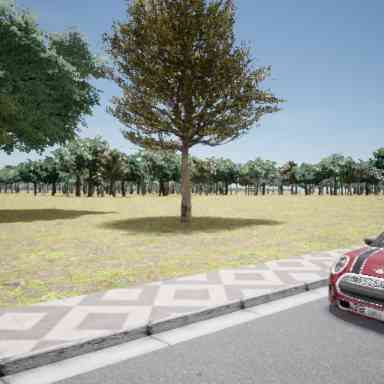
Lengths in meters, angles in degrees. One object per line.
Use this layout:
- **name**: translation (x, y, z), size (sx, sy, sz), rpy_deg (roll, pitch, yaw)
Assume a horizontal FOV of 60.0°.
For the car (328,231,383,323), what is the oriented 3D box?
- **car**: translation (4.753, 1.352, 6.638), size (4.553, 1.767, 2.097), rpy_deg (0, 0, -35)
